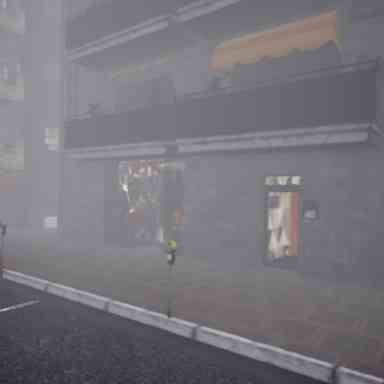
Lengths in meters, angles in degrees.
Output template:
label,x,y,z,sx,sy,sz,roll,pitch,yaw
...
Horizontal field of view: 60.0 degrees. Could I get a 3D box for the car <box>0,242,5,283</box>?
label,x,y,z,sx,sy,sz,roll,pitch,yaw
car,-6.007,1.251,7.153,5.009,1.841,2.192,1,1,36
